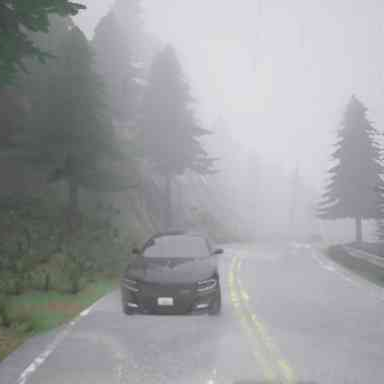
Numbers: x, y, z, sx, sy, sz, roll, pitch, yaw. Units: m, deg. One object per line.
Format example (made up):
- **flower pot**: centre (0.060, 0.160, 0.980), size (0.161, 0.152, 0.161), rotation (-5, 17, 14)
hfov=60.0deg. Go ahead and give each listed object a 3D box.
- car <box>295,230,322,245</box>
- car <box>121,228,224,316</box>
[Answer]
- **car**: centre (12.892, 4.983, 36.710), size (2.128, 1.511, 4.902), rotation (-3, -9, 37)
- **car**: centre (-0.294, 1.687, 8.124), size (1.882, 1.535, 5.008), rotation (0, -3, 4)
